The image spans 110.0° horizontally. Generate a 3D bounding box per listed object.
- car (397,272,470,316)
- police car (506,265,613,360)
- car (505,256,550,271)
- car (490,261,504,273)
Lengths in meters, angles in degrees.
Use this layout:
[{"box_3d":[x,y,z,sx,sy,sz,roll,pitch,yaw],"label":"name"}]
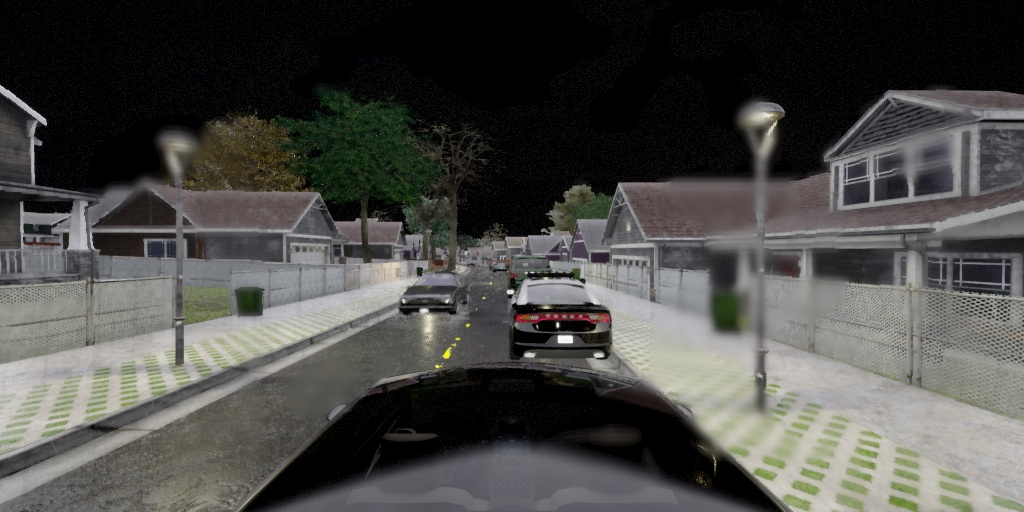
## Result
[{"box_3d":[-2.721,1.314,13.748,2.033,1.411,5.357,0,0,0],"label":"car"},{"box_3d":[0.899,1.180,8.505,1.930,1.638,5.238,0,0,0],"label":"police car"},{"box_3d":[0.847,1.001,18.479,2.150,2.045,5.566,0,0,-1],"label":"car"},{"box_3d":[-1.507,1.477,47.472,1.994,1.385,4.181,0,0,-4],"label":"car"}]
